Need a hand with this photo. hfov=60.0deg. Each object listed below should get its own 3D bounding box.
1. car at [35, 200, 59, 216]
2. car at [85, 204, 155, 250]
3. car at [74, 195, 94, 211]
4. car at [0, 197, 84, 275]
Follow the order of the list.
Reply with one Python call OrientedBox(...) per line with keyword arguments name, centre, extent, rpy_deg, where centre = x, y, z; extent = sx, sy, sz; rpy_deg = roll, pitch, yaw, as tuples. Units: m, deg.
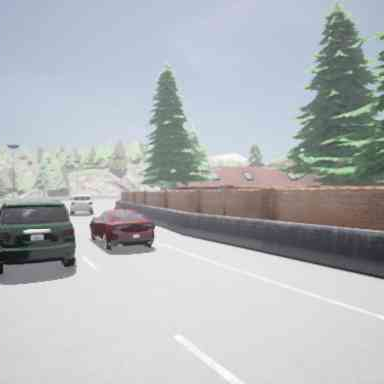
OrientedBox(name="car", centre=(-15.176, 1.601, 34.999), extent=(1.837, 1.490, 4.892), rpy_deg=(-1, 0, -18))
OrientedBox(name="car", centre=(-3.207, 1.505, 14.675), extent=(1.882, 1.535, 5.008), rpy_deg=(0, 0, -27))
OrientedBox(name="car", centre=(-11.719, 1.305, 35.562), extent=(2.150, 2.045, 5.566), rpy_deg=(0, 0, -18))
OrientedBox(name="car", centre=(-5.262, 1.257, 10.962), extent=(2.150, 2.045, 5.566), rpy_deg=(0, 0, -28))
